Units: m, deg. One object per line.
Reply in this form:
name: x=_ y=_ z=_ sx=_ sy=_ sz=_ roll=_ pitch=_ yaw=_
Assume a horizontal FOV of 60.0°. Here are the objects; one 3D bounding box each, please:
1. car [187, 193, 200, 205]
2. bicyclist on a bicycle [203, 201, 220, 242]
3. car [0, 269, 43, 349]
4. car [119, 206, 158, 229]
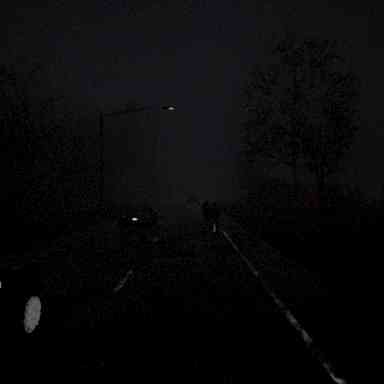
car: x=0.242 y=1.243 z=59.126 sx=2.150 sy=2.045 sz=5.566 roll=0 pitch=0 yaw=0
bicyclist on a bicycle: x=1.004 y=1.375 z=15.541 sx=0.659 sy=1.776 sz=1.843 roll=0 pitch=0 yaw=0
car: x=-3.390 y=1.478 z=3.522 sx=1.882 sy=1.535 sz=5.008 roll=0 pitch=0 yaw=0
car: x=-3.349 y=1.570 z=21.500 sx=1.994 sy=1.385 sz=4.181 roll=0 pitch=0 yaw=0
